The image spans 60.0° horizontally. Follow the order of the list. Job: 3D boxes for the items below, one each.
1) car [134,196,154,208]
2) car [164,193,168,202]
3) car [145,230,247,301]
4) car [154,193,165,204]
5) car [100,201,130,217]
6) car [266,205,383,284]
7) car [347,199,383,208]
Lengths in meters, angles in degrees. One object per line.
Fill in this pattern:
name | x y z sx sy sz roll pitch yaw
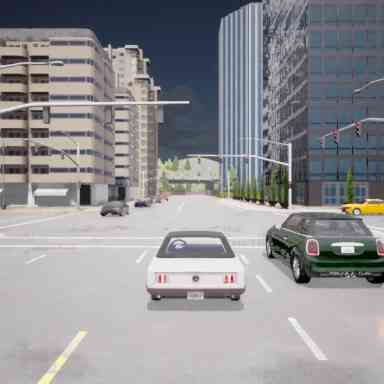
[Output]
car | -7.035 1.601 47.304 1.895 1.301 4.718 0 0 0
car | -6.898 1.213 79.626 2.150 2.045 5.566 0 0 0
car | 0.086 1.601 8.287 1.895 1.301 4.718 0 0 0
car | -6.969 1.492 64.029 2.128 1.511 4.902 0 0 1
car | -7.064 1.512 30.984 2.033 1.411 5.357 0 0 -1
car | 3.594 1.352 9.777 2.097 1.767 4.553 0 0 0
car | 16.858 1.422 31.656 5.008 1.535 1.882 0 0 1
